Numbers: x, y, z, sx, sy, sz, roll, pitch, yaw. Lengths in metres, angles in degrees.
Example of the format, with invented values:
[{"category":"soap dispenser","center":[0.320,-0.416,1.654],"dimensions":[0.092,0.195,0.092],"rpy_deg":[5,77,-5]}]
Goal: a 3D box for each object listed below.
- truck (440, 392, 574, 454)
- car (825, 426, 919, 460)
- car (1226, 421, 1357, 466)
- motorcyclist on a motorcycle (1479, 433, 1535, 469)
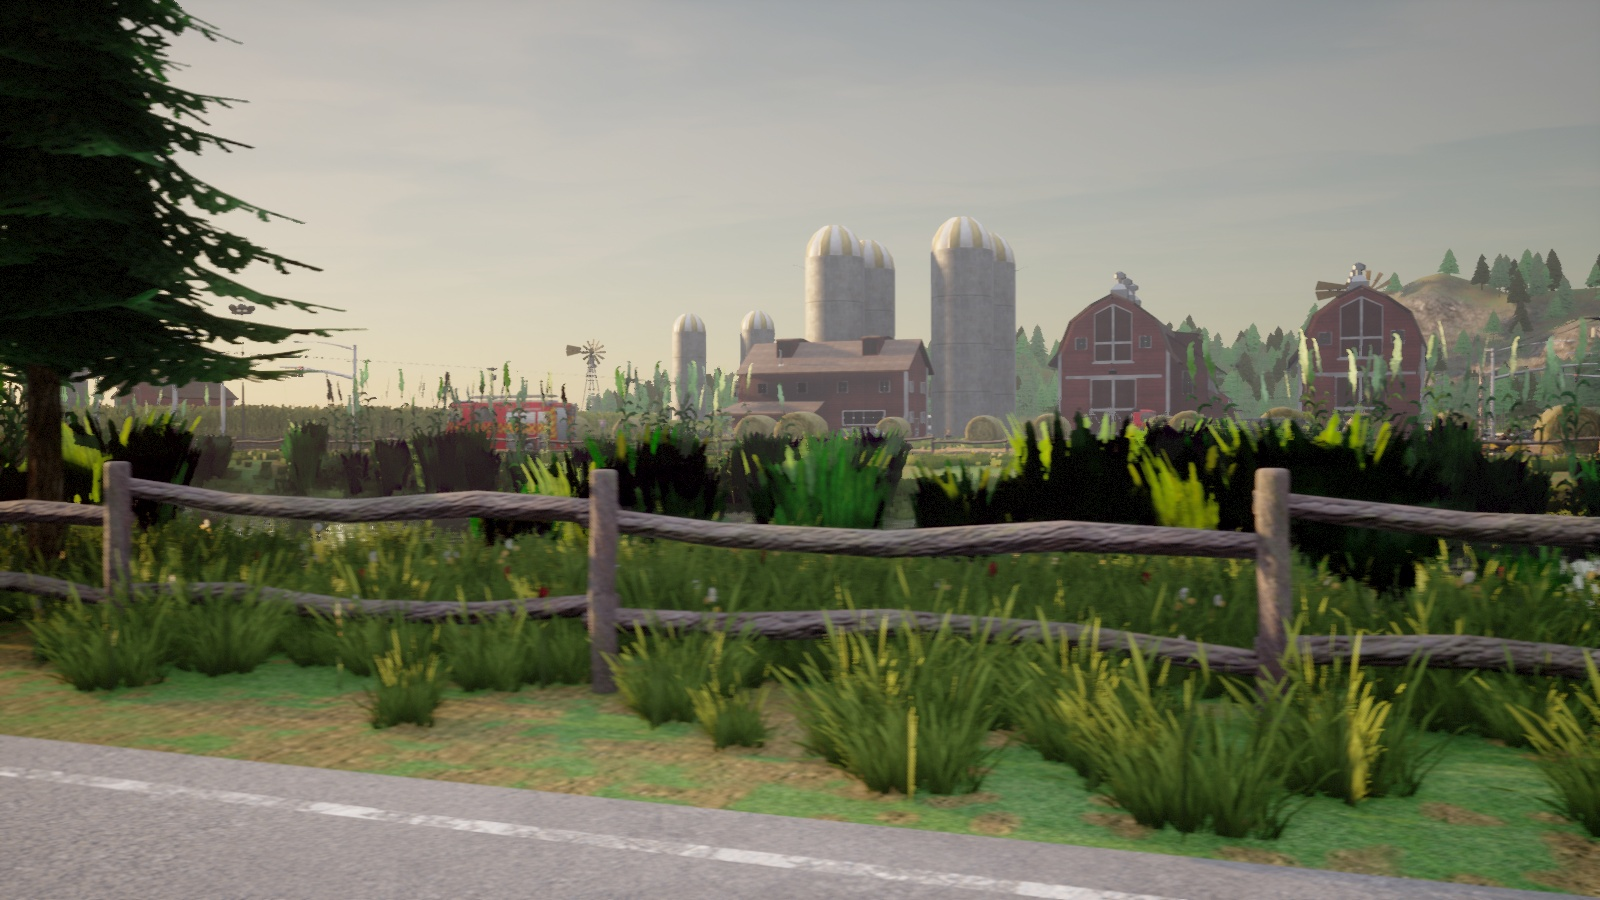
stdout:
[{"category":"truck","center":[-18.990,-1.742,81.395],"dimensions":[8.468,3.827,2.891],"rpy_deg":[1,1,25]},{"category":"car","center":[3.846,-0.404,67.094],"dimensions":[4.553,1.767,2.097],"rpy_deg":[1,1,25]},{"category":"car","center":[22.845,-0.333,58.386],"dimensions":[5.566,2.045,2.150],"rpy_deg":[1,1,25]},{"category":"motorcyclist on a motorcycle","center":[30.800,0.018,54.742],"dimensions":[2.044,1.523,0.797],"rpy_deg":[1,1,25]}]
